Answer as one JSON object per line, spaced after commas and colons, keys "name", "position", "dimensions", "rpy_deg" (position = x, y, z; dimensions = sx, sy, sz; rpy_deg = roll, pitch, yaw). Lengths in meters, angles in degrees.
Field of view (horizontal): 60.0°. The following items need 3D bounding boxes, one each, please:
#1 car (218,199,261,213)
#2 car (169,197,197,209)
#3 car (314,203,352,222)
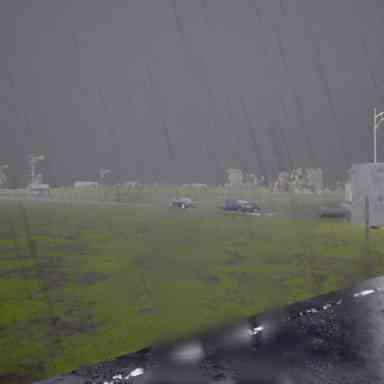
{"name": "car", "position": [5.122, 1.532, 36.889], "dimensions": [2.033, 1.411, 5.357], "rpy_deg": [0, 0, -35]}
{"name": "car", "position": [-1.327, 1.486, 45.831], "dimensions": [1.837, 1.490, 4.892], "rpy_deg": [0, 0, -37]}
{"name": "car", "position": [11.970, 1.552, 26.752], "dimensions": [1.994, 1.385, 4.181], "rpy_deg": [0, 0, -36]}
